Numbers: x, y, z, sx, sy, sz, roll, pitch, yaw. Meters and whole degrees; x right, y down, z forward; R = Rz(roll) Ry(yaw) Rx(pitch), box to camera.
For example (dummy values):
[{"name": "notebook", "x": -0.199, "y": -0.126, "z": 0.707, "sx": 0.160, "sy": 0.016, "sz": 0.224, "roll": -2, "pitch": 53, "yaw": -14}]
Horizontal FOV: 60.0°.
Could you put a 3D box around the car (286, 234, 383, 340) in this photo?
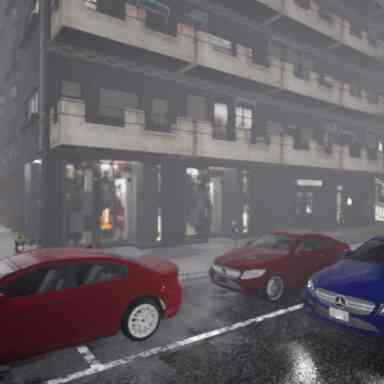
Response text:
[{"name": "car", "x": 4.073, "y": 1.565, "z": 6.282, "sx": 4.674, "sy": 1.442, "sz": 1.812, "roll": 0, "pitch": 0, "yaw": -35}]

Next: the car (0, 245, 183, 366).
[{"name": "car", "x": -2.260, "y": 1.550, "z": 4.944, "sx": 4.507, "sy": 1.381, "sz": 1.887, "roll": 0, "pitch": 0, "yaw": -35}]

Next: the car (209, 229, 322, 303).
[{"name": "car", "x": 2.366, "y": 1.620, "z": 8.244, "sx": 4.206, "sy": 1.307, "sz": 1.802, "roll": 0, "pitch": 0, "yaw": -35}]
